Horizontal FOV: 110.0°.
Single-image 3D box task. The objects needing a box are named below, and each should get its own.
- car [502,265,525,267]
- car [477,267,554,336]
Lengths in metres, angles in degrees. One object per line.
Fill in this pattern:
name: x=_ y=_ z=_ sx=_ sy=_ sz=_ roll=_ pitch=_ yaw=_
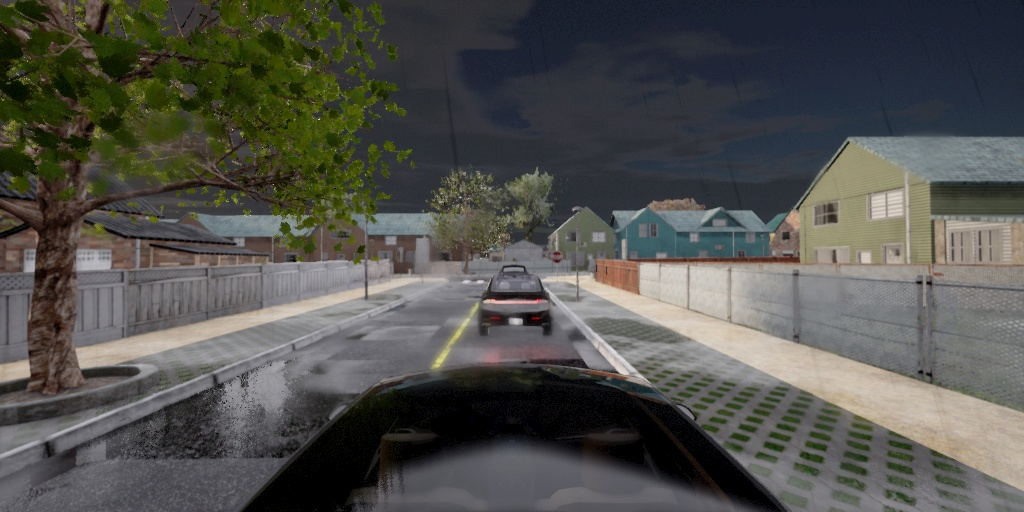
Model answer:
car: x=0.114 y=1.253 z=20.657 sx=1.837 sy=1.490 sz=4.892 roll=0 pitch=0 yaw=1
car: x=0.095 y=1.241 z=10.357 sx=2.128 sy=1.511 sz=4.902 roll=0 pitch=0 yaw=0
